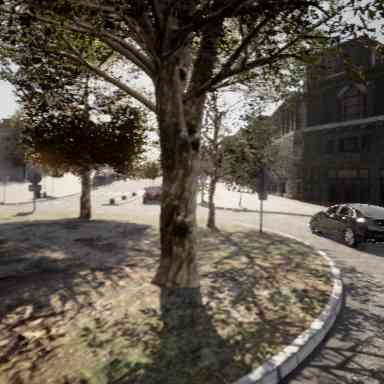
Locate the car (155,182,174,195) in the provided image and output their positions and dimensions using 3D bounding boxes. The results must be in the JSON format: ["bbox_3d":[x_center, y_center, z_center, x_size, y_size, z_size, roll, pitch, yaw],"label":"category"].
[{"bbox_3d":[-3.652,-0.466,44.757,1.895,1.301,4.718,1,6,4],"label":"car"}]

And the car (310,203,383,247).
[{"bbox_3d":[6.501,1.227,13.458,1.837,1.490,4.892,3,1,-4],"label":"car"}]

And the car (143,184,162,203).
[{"bbox_3d":[-3.926,0.141,35.198,2.097,1.767,4.553,1,4,-1],"label":"car"}]
